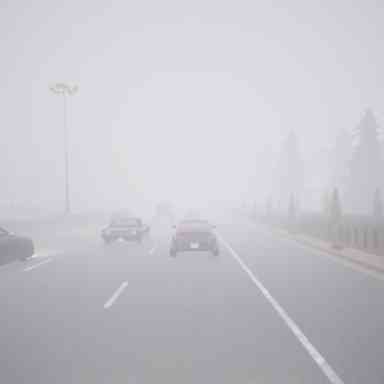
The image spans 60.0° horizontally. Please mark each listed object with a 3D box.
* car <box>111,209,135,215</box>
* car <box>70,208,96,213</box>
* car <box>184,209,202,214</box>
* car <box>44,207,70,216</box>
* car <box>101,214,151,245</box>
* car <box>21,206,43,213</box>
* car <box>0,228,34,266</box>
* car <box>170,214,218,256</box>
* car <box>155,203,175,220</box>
[{"bbox_3d":[-6.909,2.440,33.277,1.837,1.490,4.892,0,-2,0],"label":"car"},{"bbox_3d":[-14.016,2.798,43.927,1.812,1.442,4.674,0,-2,0],"label":"car"},{"bbox_3d":[0.091,2.533,34.850,2.033,1.411,5.357,0,-2,0],"label":"car"},{"bbox_3d":[-17.510,2.785,44.430,1.882,1.535,5.008,0,-2,0],"label":"car"},{"bbox_3d":[-3.404,2.057,18.132,1.895,1.301,4.718,0,-2,0],"label":"car"},{"bbox_3d":[-21.012,2.422,44.240,1.812,1.442,4.674,0,-2,0],"label":"car"},{"bbox_3d":[-6.902,1.782,10.801,1.994,1.385,4.181,0,-2,0],"label":"car"},{"bbox_3d":[0.096,1.866,14.491,1.812,1.442,4.674,0,-2,0],"label":"car"},{"bbox_3d":[-3.411,2.445,42.395,2.150,2.045,5.566,0,-2,0],"label":"car"}]
